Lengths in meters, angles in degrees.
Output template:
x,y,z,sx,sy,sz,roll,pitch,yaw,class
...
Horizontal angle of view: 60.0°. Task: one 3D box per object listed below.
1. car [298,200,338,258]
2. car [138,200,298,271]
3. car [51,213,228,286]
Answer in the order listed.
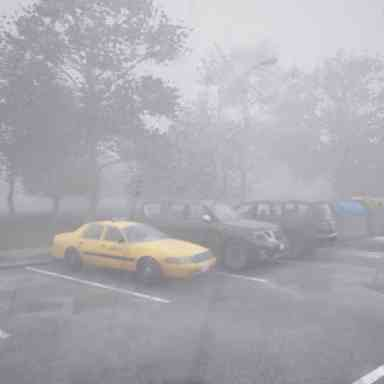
x,y,z,sx,sy,sz,roll,pitch,yaw,class
2.758,1.324,13.169,5.566,2.045,2.435,-1,-1,35,car
0.402,1.297,11.431,5.566,2.045,2.435,-1,-1,35,car
-1.877,1.517,9.632,5.366,1.575,1.946,-1,-1,34,car
